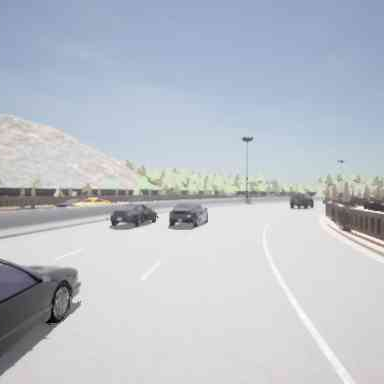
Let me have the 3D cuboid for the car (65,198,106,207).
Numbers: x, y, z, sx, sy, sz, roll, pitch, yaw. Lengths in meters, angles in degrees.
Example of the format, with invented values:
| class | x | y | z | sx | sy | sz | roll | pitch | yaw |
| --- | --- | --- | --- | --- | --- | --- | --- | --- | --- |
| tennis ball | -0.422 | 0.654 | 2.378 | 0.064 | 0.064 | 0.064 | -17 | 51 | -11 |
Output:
| class | x | y | z | sx | sy | sz | roll | pitch | yaw |
| --- | --- | --- | --- | --- | --- | --- | --- | --- | --- |
| car | -10.777 | 1.379 | 35.670 | 1.882 | 1.535 | 5.008 | 0 | 0 | 21 |

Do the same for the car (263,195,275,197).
| class | x | y | z | sx | sy | sz | roll | pitch | yaw |
| --- | --- | --- | --- | --- | --- | --- | --- | --- | --- |
| car | 16.562 | 1.339 | 71.959 | 1.812 | 1.442 | 4.674 | 0 | 0 | 40 |

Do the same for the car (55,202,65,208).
| class | x | y | z | sx | sy | sz | roll | pitch | yaw |
| --- | --- | --- | --- | --- | --- | --- | --- | --- | --- |
| car | -13.342 | 1.432 | 38.787 | 2.033 | 1.411 | 5.357 | 0 | 0 | 22 |

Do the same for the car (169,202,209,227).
| class | x | y | z | sx | sy | sz | roll | pitch | yaw |
| --- | --- | --- | --- | --- | --- | --- | --- | --- | --- |
| car | -0.126 | 1.474 | 22.567 | 1.837 | 1.490 | 4.892 | 0 | 0 | 15 |

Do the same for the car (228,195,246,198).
| class | x | y | z | sx | sy | sz | roll | pitch | yaw |
| --- | --- | --- | --- | --- | --- | --- | --- | --- | --- |
| car | 10.204 | 1.447 | 69.896 | 1.812 | 1.442 | 4.674 | 0 | 0 | 40 |

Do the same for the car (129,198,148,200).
| class | x | y | z | sx | sy | sz | roll | pitch | yaw |
| --- | --- | --- | --- | --- | --- | --- | --- | --- | --- |
| car | -6.237 | 1.425 | 37.570 | 1.837 | 1.490 | 4.892 | 0 | 0 | 23 |

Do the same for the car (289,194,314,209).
| class | x | y | z | sx | sy | sz | roll | pitch | yaw |
| --- | --- | --- | --- | --- | --- | --- | --- | --- | --- |
| car | 15.111 | 1.235 | 45.706 | 2.150 | 2.045 | 5.566 | 0 | 0 | 33 |

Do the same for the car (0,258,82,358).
| class | x | y | z | sx | sy | sz | roll | pitch | yaw |
| --- | --- | --- | --- | --- | --- | --- | --- | --- | --- |
| car | -3.212 | 1.526 | 4.095 | 2.033 | 1.411 | 5.357 | 0 | 0 | 3 |

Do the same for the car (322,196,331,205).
| class | x | y | z | sx | sy | sz | roll | pitch | yaw |
| --- | --- | --- | --- | --- | --- | --- | --- | --- | --- |
| car | 25.187 | 1.532 | 60.526 | 2.128 | 1.511 | 4.902 | 0 | 0 | 40 |

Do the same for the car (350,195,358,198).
| class | x | y | z | sx | sy | sz | roll | pitch | yaw |
| --- | --- | --- | --- | --- | --- | --- | --- | --- | --- |
| car | 35.461 | 1.416 | 72.853 | 1.882 | 1.535 | 5.008 | 0 | 0 | 40 |

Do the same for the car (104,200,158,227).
| class | x | y | z | sx | sy | sz | roll | pitch | yaw |
| --- | --- | --- | --- | --- | --- | --- | --- | --- | --- |
| car | -3.811 | 1.478 | 22.315 | 1.812 | 1.442 | 4.674 | 0 | 0 | 14 |
